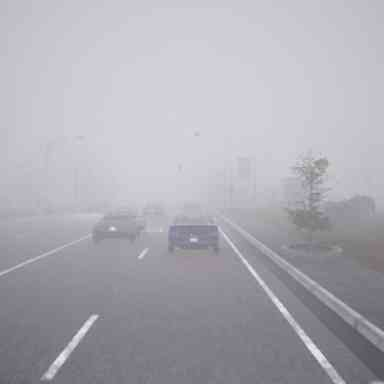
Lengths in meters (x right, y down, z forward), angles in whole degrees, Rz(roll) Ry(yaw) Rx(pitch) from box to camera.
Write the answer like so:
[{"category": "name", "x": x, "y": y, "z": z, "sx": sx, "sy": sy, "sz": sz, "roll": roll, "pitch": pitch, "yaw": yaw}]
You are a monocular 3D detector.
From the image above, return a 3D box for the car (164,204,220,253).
[{"category": "car", "x": 0.053, "y": 1.487, "z": 13.809, "sx": 1.882, "sy": 1.535, "sz": 5.008, "roll": 0, "pitch": 0, "yaw": 0}]

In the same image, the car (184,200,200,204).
[{"category": "car", "x": -0.024, "y": 1.512, "z": 31.093, "sx": 2.128, "sy": 1.511, "sz": 4.902, "roll": 0, "pitch": 0, "yaw": 0}]

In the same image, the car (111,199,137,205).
[{"category": "car", "x": -7.188, "y": 1.551, "z": 36.500, "sx": 1.812, "sy": 1.442, "sz": 4.674, "roll": 0, "pitch": 0, "yaw": 0}]

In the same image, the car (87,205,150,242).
[{"category": "car", "x": -3.458, "y": 1.575, "z": 16.467, "sx": 1.994, "sy": 1.385, "sz": 4.181, "roll": 0, "pitch": 0, "yaw": 0}]

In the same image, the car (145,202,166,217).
[{"category": "car", "x": -3.525, "y": 1.586, "z": 31.459, "sx": 1.994, "sy": 1.385, "sz": 4.181, "roll": 0, "pitch": 0, "yaw": 0}]

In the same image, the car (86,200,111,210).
[{"category": "car", "x": -10.677, "y": 1.629, "z": 38.361, "sx": 1.895, "sy": 1.301, "sz": 4.718, "roll": 0, "pitch": 0, "yaw": 0}]
